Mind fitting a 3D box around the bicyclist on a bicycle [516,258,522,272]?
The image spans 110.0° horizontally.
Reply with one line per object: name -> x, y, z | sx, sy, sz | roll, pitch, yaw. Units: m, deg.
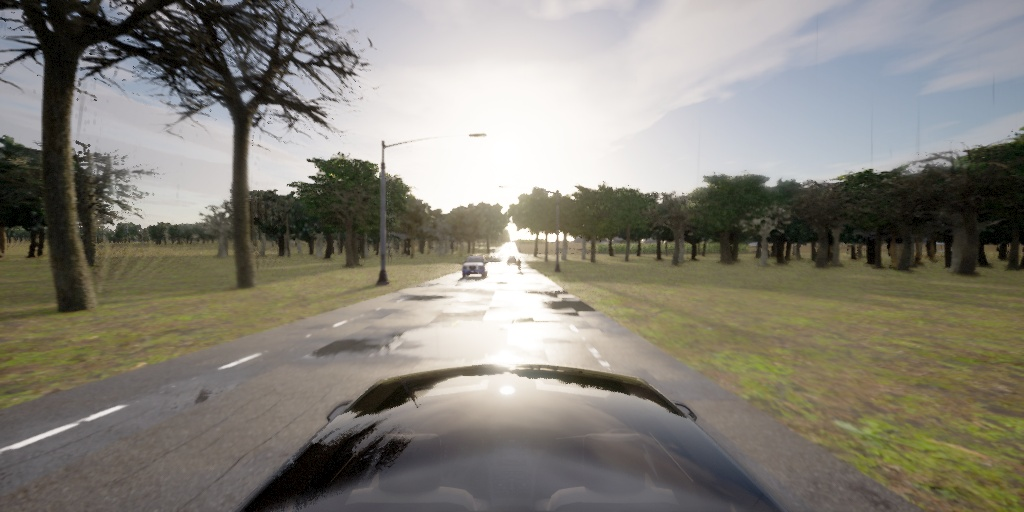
bicyclist on a bicycle -> 0.964, 1.146, 45.388 | 0.659, 1.776, 1.843 | 0, 0, 0

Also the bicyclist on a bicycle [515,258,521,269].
bicyclist on a bicycle -> 0.968, 1.161, 55.061 | 0.866, 1.612, 1.509 | 0, 0, 0

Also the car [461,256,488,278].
car -> -3.578, 1.051, 35.247 | 2.150, 2.045, 5.566 | 0, 0, 0
